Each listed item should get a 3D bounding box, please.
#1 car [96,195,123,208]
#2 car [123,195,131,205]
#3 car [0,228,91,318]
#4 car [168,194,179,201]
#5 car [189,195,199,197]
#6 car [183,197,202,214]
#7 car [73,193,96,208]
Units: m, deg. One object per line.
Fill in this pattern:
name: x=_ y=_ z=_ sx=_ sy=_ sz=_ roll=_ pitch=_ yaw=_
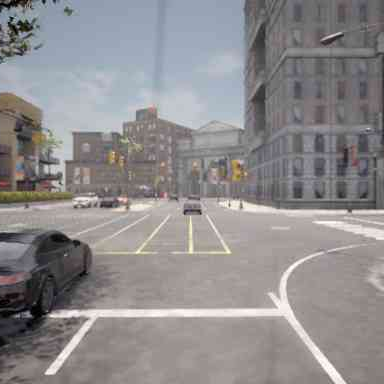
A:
car: x=-11.613 y=1.450 z=46.989 sx=1.882 sy=1.535 sz=5.008 roll=0 pitch=0 yaw=0
car: x=-11.635 y=1.319 z=56.125 sx=2.097 sy=1.767 sz=4.553 roll=0 pitch=0 yaw=0
car: x=-3.574 y=1.521 z=7.266 sx=1.812 sy=1.442 sz=4.674 roll=0 pitch=0 yaw=-3
car: x=-4.042 y=1.271 z=73.079 sx=1.837 sy=1.490 sz=4.892 roll=0 pitch=0 yaw=-9
car: x=0.528 y=1.368 z=73.117 sx=1.837 sy=1.490 sz=4.892 roll=0 pitch=0 yaw=20
car: x=0.036 y=1.526 z=34.934 sx=2.033 sy=1.411 sz=5.357 roll=0 pitch=0 yaw=0
car: x=-15.103 y=1.193 z=47.507 sx=2.150 sy=2.045 sz=5.566 roll=0 pitch=0 yaw=0
